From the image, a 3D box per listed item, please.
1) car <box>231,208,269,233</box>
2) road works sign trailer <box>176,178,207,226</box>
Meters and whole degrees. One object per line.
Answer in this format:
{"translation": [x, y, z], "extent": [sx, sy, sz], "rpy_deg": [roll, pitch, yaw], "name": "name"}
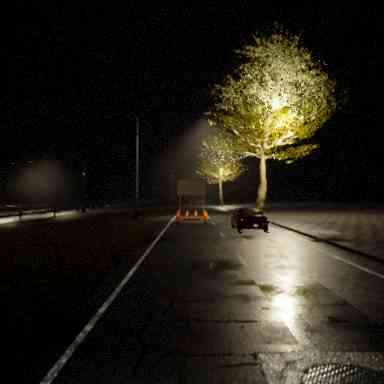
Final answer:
{"translation": [3.575, 1.721, 20.966], "extent": [1.812, 1.442, 4.674], "rpy_deg": [0, -1, 0], "name": "car"}
{"translation": [-0.031, 0.709, 25.653], "extent": [2.380, 3.560, 2.880], "rpy_deg": [0, -1, 0], "name": "road works sign trailer"}
